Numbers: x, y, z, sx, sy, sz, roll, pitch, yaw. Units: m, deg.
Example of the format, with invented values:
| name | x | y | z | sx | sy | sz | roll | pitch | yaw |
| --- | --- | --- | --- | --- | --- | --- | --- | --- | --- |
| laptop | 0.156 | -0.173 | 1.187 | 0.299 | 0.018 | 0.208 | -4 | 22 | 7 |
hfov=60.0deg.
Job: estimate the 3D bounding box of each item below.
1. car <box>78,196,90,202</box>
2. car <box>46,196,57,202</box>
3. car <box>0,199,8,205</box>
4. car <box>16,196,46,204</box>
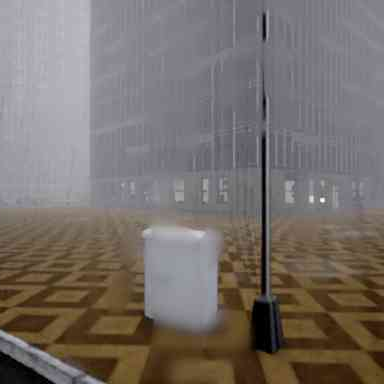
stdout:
| name | x | y | z | sx | sy | sz | roll | pitch | yaw |
| --- | --- | --- | --- | --- | --- | --- | --- | --- | --- |
| car | -21.289 | 1.503 | 68.414 | 4.206 | 1.307 | 1.802 | -1 | 1 | -42 |
| car | -31.119 | 1.505 | 70.840 | 4.507 | 1.381 | 1.887 | -1 | 1 | -42 |
| car | -33.870 | 1.490 | 56.883 | 4.097 | 1.590 | 1.967 | -1 | 1 | -42 |
| car | -29.687 | 1.573 | 60.739 | 4.313 | 1.339 | 1.947 | -1 | 1 | -42 |
